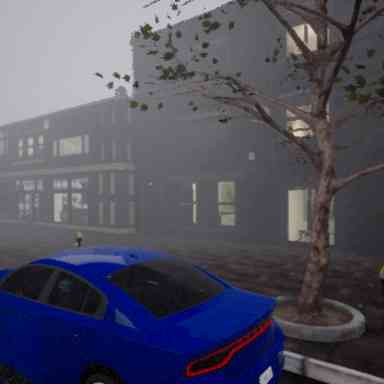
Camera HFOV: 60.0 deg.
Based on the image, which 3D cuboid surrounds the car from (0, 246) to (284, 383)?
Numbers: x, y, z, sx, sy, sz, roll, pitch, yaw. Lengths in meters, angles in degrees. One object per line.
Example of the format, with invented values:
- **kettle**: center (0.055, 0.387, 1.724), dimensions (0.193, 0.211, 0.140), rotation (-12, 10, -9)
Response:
- **car**: center (-1.360, 1.476, 4.396), dimensions (5.008, 1.535, 1.882), rotation (0, 0, 35)
